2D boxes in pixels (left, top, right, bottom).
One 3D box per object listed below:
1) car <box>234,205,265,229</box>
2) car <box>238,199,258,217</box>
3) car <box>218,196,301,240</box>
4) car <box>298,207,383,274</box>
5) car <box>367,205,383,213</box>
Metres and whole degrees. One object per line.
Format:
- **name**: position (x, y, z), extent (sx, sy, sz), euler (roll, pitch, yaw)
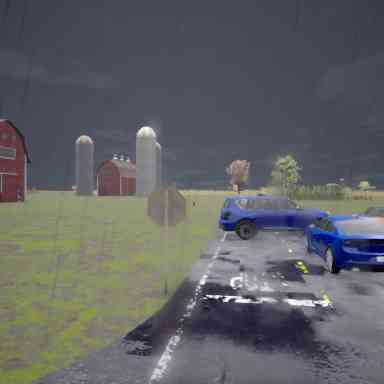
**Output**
- **car**: position (3.881, 1.601, 22.673), extent (1.895, 1.301, 4.718), euler (0, 0, 9)
- **car**: position (5.557, 1.502, 32.976), extent (1.837, 1.490, 4.892), euler (0, 0, 9)
- **car**: position (4.093, 1.219, 16.493), extent (5.566, 2.045, 2.150), euler (0, 0, 1)
- **car**: position (4.932, 1.480, 10.549), extent (1.882, 1.535, 5.008), euler (0, 0, 7)
- **car**: position (8.673, 1.370, 15.003), extent (2.097, 1.767, 4.553), euler (0, 0, -36)
